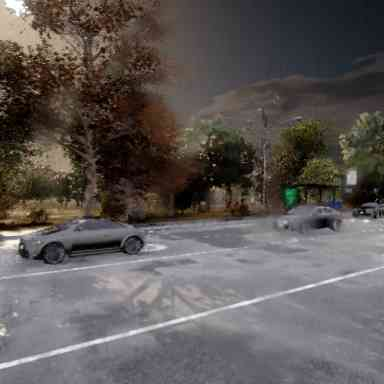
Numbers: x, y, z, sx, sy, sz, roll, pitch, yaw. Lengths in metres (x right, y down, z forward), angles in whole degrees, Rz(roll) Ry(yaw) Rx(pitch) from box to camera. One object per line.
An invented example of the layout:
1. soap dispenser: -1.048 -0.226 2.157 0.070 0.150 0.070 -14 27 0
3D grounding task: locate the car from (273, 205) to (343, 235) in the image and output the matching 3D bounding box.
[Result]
1. car: 6.745 1.535 19.190 4.902 1.511 2.128 0 0 -35

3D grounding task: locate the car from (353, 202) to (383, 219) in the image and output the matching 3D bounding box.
1. car: 16.483 1.639 30.281 4.181 1.385 1.994 0 0 -35

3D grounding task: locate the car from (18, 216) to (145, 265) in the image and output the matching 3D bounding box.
1. car: -3.770 1.573 11.737 4.181 1.385 1.994 0 0 -36
